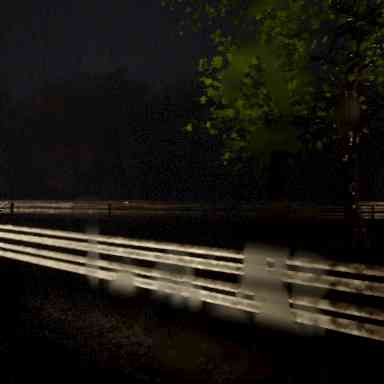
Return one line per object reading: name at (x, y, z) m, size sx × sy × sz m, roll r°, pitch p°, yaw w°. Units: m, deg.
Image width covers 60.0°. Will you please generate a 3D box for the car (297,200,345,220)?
car at (11.404, 1.441, 28.656) m, size 4.553 × 1.767 × 2.097 m, roll 0°, pitch 0°, yaw 14°
